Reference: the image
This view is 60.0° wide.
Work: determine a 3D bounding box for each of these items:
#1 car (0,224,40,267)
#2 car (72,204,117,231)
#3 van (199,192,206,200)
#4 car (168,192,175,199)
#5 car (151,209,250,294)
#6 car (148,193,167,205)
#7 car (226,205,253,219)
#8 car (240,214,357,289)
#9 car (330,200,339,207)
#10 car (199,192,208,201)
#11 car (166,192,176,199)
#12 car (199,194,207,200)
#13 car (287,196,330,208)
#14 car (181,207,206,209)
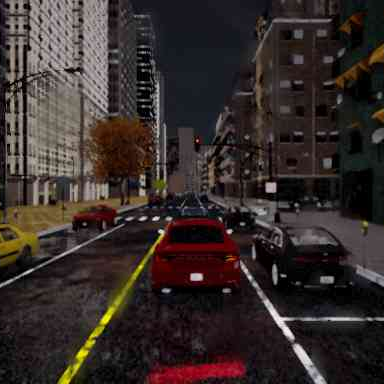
[{"bbox_3d":[-5.691,1.481,8.637,1.752,1.417,4.829,0,0,0],"label":"car"},{"bbox_3d":[-5.692,1.446,19.872,1.887,1.381,4.507,0,0,0],"label":"car"},{"bbox_3d":[2.687,0.981,85.397,1.690,1.788,3.998,0,0,0],"label":"van"},{"bbox_3d":[-5.694,1.206,85.398,1.947,1.339,4.313,0,0,0],"label":"car"},{"bbox_3d":[0.091,1.433,8.707,1.882,1.535,5.008,0,0,0],"label":"car"},{"bbox_3d":[-5.693,1.078,52.259,2.192,1.841,5.009,0,0,0],"label":"car"},{"bbox_3d":[2.688,1.451,19.872,2.008,1.369,4.403,0,0,0],"label":"car"},{"bbox_3d":[2.689,1.505,8.806,2.008,1.369,4.403,0,0,0],"label":"car"},{"bbox_3d":[18.822,1.054,39.331,4.829,1.417,1.752,-1,1,-1],"label":"car"},{"bbox_3d":[2.688,1.244,74.351,1.947,1.339,4.313,0,0,0],"label":"car"},{"bbox_3d":[-5.694,0.938,90.918,2.192,1.841,5.009,0,0,0],"label":"car"},{"bbox_3d":[2.688,1.183,80.044,1.752,1.417,4.829,0,0,0],"label":"car"},{"bbox_3d":[13.425,1.155,39.277,4.403,1.369,2.008,-1,1,-1],"label":"car"},{"bbox_3d":[0.086,1.507,18.799,1.895,1.301,4.718,0,0,0],"label":"car"}]
